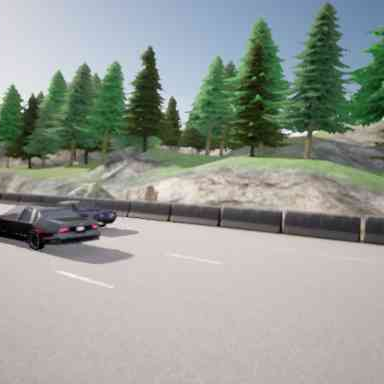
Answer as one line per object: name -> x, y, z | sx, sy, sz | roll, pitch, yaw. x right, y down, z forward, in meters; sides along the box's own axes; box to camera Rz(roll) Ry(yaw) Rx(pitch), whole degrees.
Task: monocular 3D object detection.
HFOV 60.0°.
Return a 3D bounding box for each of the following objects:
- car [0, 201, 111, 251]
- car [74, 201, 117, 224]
car -> -5.668, 1.152, 12.212 | 5.357, 1.411, 2.033 | 2, 1, 35
car -> -6.072, 1.104, 16.768 | 4.718, 1.301, 1.895 | 2, 1, 35
